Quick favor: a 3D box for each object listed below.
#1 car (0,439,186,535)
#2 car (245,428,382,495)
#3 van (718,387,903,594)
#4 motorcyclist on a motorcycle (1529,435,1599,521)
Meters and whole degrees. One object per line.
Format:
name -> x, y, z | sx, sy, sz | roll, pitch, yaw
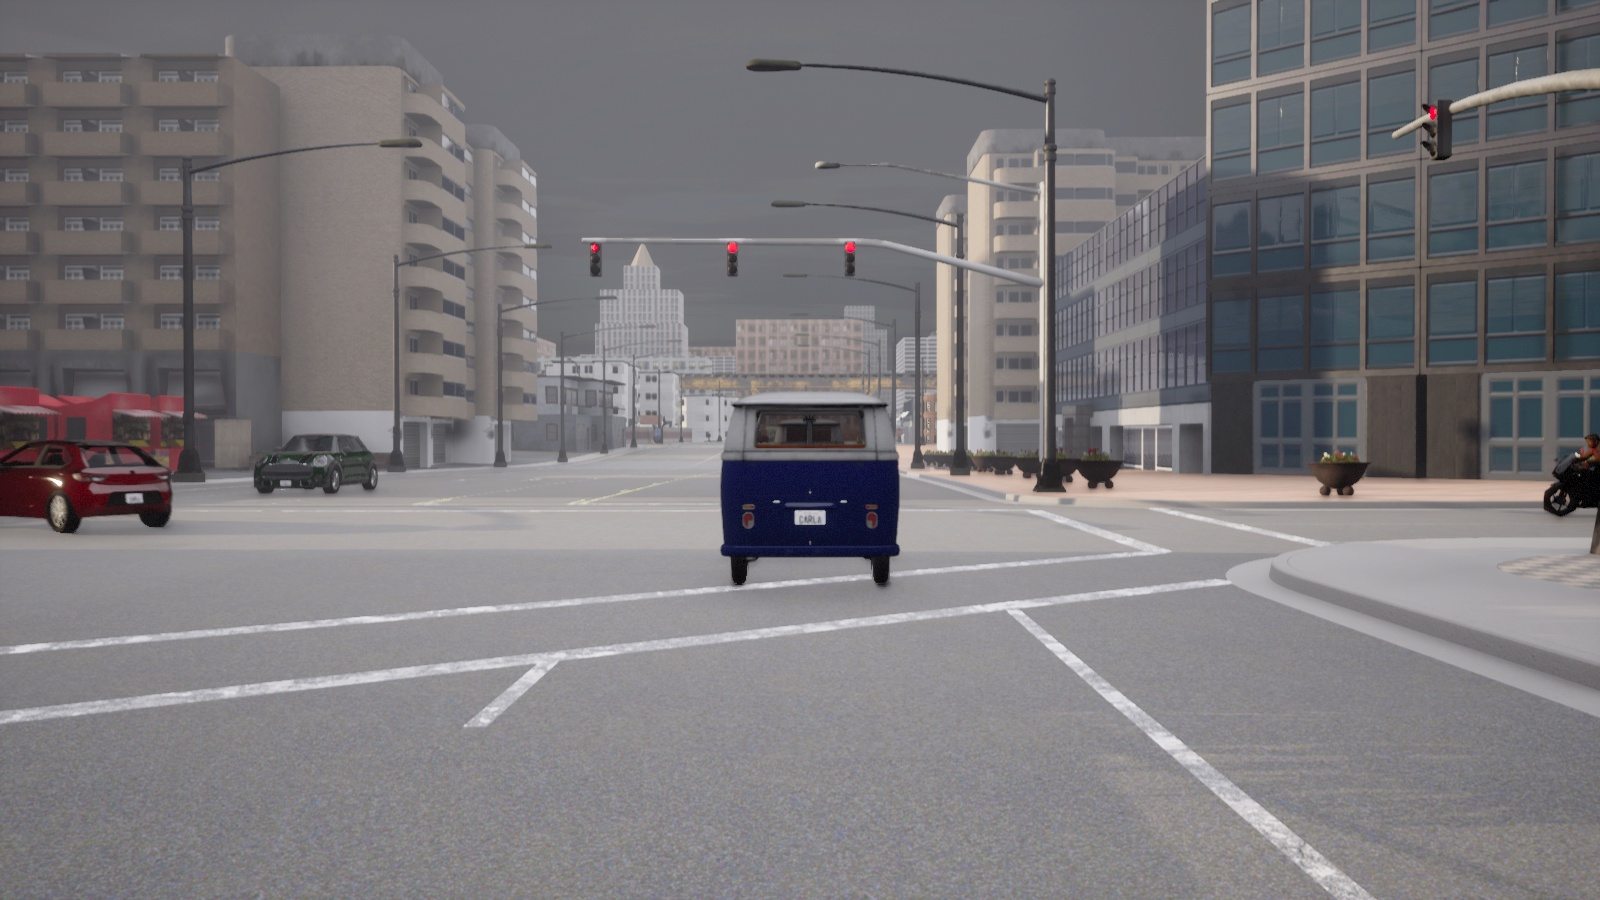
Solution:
car -> -12.457, 0.551, 21.093 | 4.193, 1.474, 1.816 | 0, 1, 30
car -> -13.740, 0.300, 35.781 | 2.097, 1.767, 4.553 | 0, 0, 0
van -> 0.112, 0.366, 14.269 | 1.775, 1.987, 4.442 | 0, 1, 0
motorcyclist on a motorcycle -> 14.450, 0.493, 22.712 | 2.044, 1.523, 0.797 | 0, 1, 1
